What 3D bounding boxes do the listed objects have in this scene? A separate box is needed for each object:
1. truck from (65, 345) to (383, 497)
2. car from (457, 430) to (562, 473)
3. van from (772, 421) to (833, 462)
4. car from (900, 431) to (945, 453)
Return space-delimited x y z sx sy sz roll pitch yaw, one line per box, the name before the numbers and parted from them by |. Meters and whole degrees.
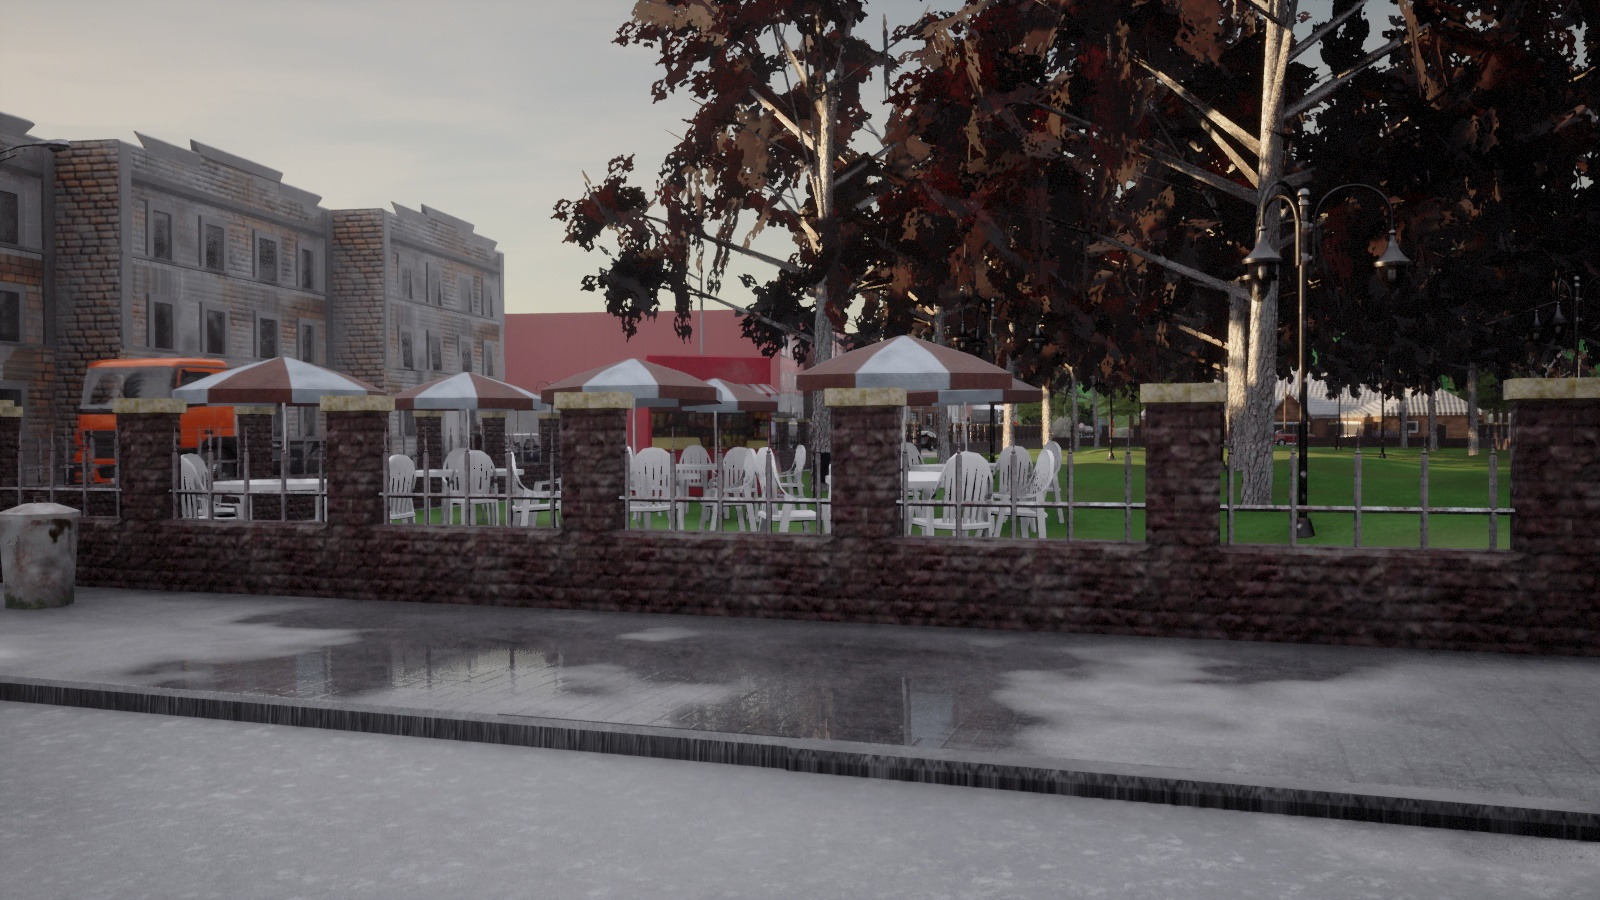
truck | -14.646 -0.736 32.838 2.891 3.462 7.936 1 1 19
car | -10.441 0.026 45.388 1.970 1.475 3.806 1 1 19
van | 0.175 -0.452 64.409 1.775 1.987 4.442 1 1 19
car | 8.858 -0.584 90.158 2.163 1.488 4.792 1 1 19
